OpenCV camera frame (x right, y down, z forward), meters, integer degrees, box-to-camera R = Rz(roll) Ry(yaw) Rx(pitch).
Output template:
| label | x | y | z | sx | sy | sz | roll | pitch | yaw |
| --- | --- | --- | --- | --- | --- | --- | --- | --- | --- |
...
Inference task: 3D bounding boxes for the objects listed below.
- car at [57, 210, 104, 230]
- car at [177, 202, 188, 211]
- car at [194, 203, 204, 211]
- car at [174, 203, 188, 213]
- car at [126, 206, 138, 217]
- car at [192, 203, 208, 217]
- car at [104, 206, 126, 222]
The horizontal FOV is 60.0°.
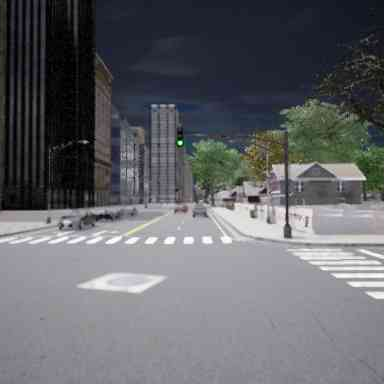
| label | x | y | z | sx | sy | sz | roll | pitch | yaw |
| --- | --- | --- | --- | --- | --- | --- | --- | --- | --- |
| car | -9.219 | 2.200 | 27.131 | 2.128 | 1.511 | 4.902 | 0 | -1 | 2 |
| car | -1.851 | 2.933 | 67.111 | 2.097 | 1.767 | 4.553 | 0 | -1 | 1 |
| car | 1.412 | 3.073 | 67.668 | 1.837 | 1.490 | 4.892 | 0 | -1 | 1 |
| car | -2.050 | 2.868 | 56.968 | 1.812 | 1.442 | 4.674 | 0 | -1 | 1 |
| car | -8.758 | 2.673 | 46.552 | 1.812 | 1.442 | 4.674 | 0 | -1 | 1 |
| car | 1.050 | 2.522 | 44.365 | 2.128 | 1.511 | 4.902 | 0 | -2 | 1 |
| car | -9.000 | 2.519 | 36.444 | 1.895 | 1.301 | 4.718 | 0 | -1 | 2 |
